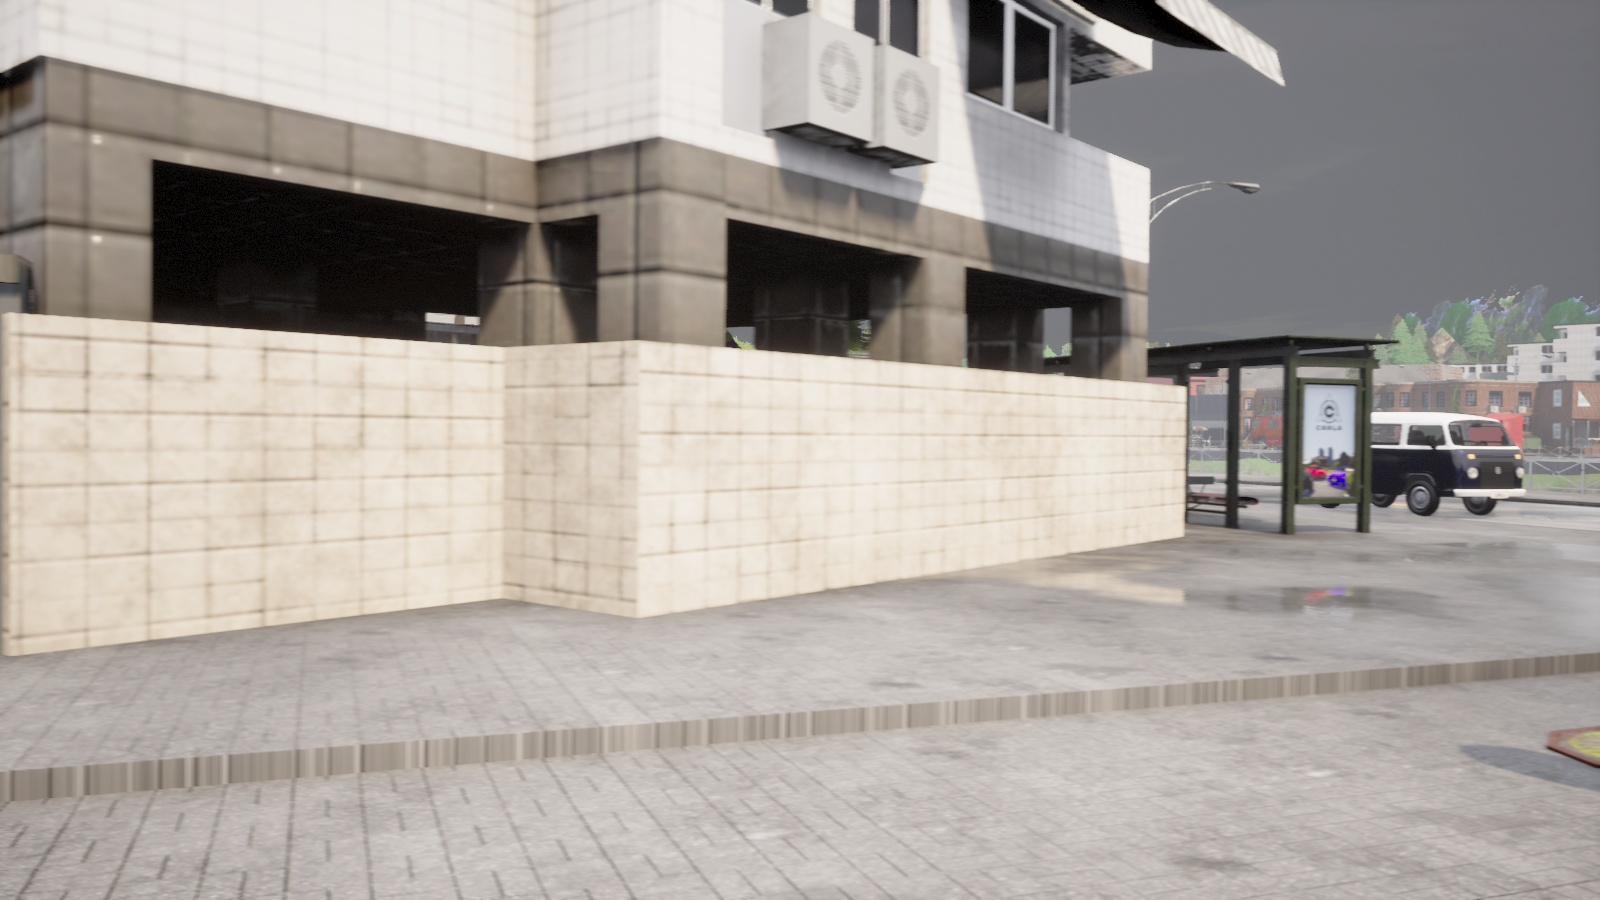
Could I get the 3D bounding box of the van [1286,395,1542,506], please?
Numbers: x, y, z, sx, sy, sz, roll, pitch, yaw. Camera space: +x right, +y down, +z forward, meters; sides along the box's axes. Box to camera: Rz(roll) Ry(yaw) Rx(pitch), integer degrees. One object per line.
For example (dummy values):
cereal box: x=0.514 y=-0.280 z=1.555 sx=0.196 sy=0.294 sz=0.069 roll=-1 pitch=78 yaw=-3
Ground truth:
van: x=12.333 y=-0.028 z=25.577 sx=2.069 sy=2.038 sz=4.480 roll=-1 pitch=1 yaw=-21
